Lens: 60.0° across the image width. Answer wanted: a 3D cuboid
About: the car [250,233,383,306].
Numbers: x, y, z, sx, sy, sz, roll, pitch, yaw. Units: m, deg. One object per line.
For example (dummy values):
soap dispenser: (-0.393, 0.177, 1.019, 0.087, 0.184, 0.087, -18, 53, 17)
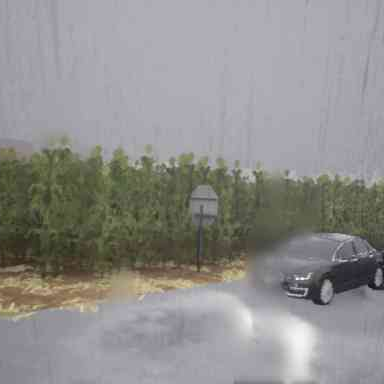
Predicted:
car: (3.661, 1.941, 9.243, 4.892, 1.490, 1.837, 4, -2, -39)
